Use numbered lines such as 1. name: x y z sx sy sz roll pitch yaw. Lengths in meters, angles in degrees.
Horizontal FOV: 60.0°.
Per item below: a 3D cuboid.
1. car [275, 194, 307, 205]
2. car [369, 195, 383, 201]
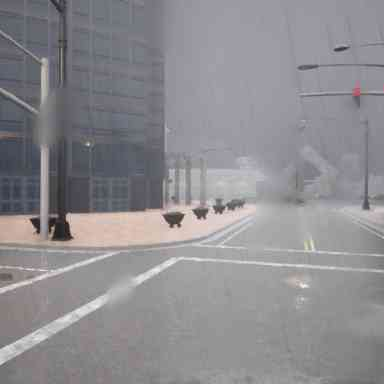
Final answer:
1. car: 16.124 1.346 54.236 4.902 1.511 2.128 0 0 27
2. car: 45.648 1.430 79.605 1.812 1.442 4.674 0 0 -29
